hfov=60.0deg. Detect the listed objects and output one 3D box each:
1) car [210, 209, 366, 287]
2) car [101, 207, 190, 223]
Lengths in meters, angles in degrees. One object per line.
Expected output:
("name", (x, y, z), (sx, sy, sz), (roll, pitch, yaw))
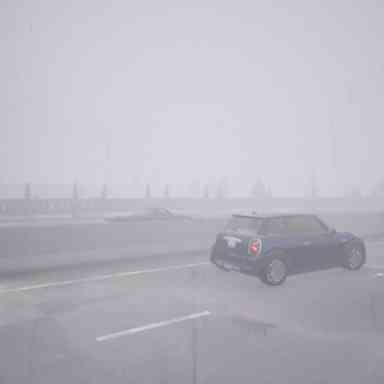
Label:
("car", (2.821, 1.328, 9.410), (4.553, 1.767, 2.097), (0, 0, -31))
("car", (-2.598, 1.525, 18.670), (4.718, 1.301, 1.895), (0, 0, -30))
